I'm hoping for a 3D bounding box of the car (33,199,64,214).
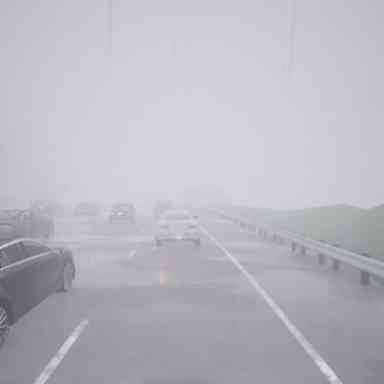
[{"bbox_3d":[-13.224,1.375,30.539,2.097,1.767,4.553,0,0,-9],"label":"car"}]

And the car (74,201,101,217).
[{"bbox_3d":[-9.847,1.580,31.539,1.994,1.385,4.181,0,0,-10],"label":"car"}]

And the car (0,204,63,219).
[{"bbox_3d":[-7.647,1.505,14.635,2.128,1.511,4.902,0,0,-4],"label":"car"}]

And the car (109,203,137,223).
[{"bbox_3d":[-5.354,1.556,25.816,2.033,1.411,5.357,0,0,-8],"label":"car"}]

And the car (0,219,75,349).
[{"bbox_3d":[-3.623,1.499,5.934,2.128,1.511,4.902,0,0,-2],"label":"car"}]

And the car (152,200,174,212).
[{"bbox_3d":[-2.697,1.494,31.258,2.128,1.511,4.902,0,0,-9],"label":"car"}]

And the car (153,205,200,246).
[{"bbox_3d":[-0.682,1.526,15.268,1.812,1.442,4.674,0,0,-4],"label":"car"}]
